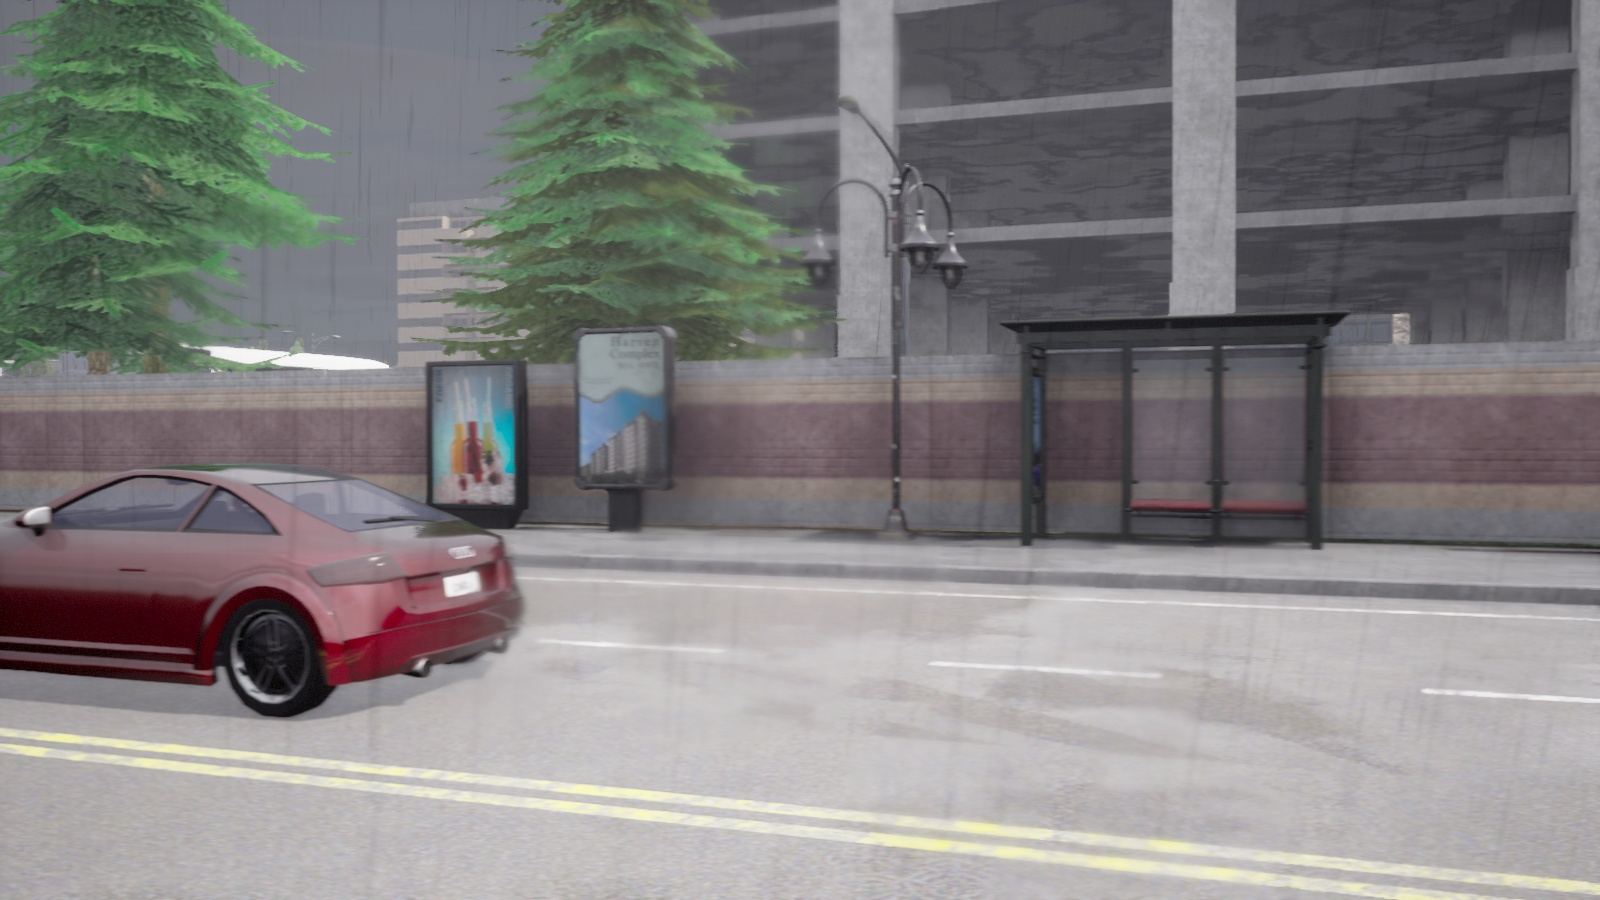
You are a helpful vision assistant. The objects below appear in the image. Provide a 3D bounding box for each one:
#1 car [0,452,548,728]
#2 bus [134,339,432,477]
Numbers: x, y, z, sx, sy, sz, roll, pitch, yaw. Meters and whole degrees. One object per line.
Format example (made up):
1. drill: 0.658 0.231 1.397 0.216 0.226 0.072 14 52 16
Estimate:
1. car: -4.008 0.744 8.232 4.181 1.385 1.994 1 1 19
2. bus: -17.657 -1.378 44.122 3.944 4.253 10.273 1 1 18
